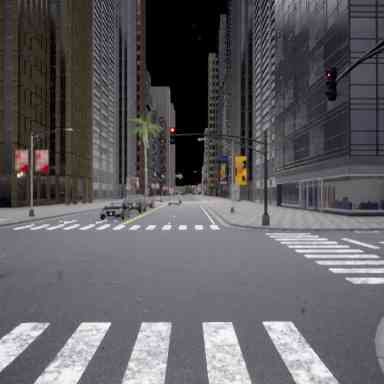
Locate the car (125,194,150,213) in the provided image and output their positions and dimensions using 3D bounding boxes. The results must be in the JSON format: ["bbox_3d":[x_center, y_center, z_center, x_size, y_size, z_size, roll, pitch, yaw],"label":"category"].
[{"bbox_3d":[-6.657,1.311,38.500,2.150,2.045,5.566,0,0,0],"label":"car"}]

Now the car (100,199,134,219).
[{"bbox_3d":[-6.642,1.625,29.175,1.994,1.385,4.181,0,0,0],"label":"car"}]

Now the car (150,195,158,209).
[{"bbox_3d":[-6.663,1.479,48.487,2.097,1.767,4.553,0,0,0],"label":"car"}]

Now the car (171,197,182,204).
[{"bbox_3d":[-3.255,1.782,69.742,1.994,1.385,4.181,0,0,0],"label":"car"}]

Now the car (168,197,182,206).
[{"bbox_3d":[-3.241,1.776,59.847,1.895,1.301,4.718,0,0,0],"label":"car"}]

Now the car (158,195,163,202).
[{"bbox_3d":[-6.595,1.324,63.754,1.882,1.535,5.008,0,0,0],"label":"car"}]
